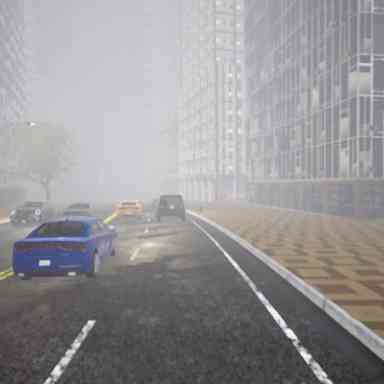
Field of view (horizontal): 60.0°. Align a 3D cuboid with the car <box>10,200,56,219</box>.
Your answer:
[{"bbox_3d":[-11.554,1.390,24.510,2.097,1.767,4.553,0,0,-7],"label":"car"}]

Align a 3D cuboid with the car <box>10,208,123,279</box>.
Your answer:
[{"bbox_3d":[-3.530,1.480,10.136,1.882,1.535,5.008,0,0,-3],"label":"car"}]

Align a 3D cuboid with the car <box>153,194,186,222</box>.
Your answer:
[{"bbox_3d":[-1.773,1.176,26.479,2.150,2.045,5.566,0,0,-7],"label":"car"}]

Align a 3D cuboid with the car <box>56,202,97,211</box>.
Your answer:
[{"bbox_3d":[-8.321,1.488,24.896,1.882,1.535,5.008,0,0,-7],"label":"car"}]

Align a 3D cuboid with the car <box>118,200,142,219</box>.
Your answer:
[{"bbox_3d":[-5.306,1.456,28.403,1.882,1.535,5.008,0,0,-8],"label":"car"}]

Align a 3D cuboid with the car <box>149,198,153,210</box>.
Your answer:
[{"bbox_3d":[-4.526,1.463,43.124,1.812,1.442,4.674,-1,0,-11],"label":"car"}]
